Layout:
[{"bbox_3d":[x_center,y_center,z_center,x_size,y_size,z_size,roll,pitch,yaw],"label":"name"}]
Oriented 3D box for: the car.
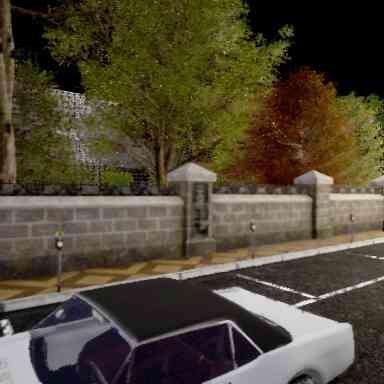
[{"bbox_3d":[-0.682,1.601,2.894,4.718,1.301,1.895,0,0,-36],"label":"car"}]
